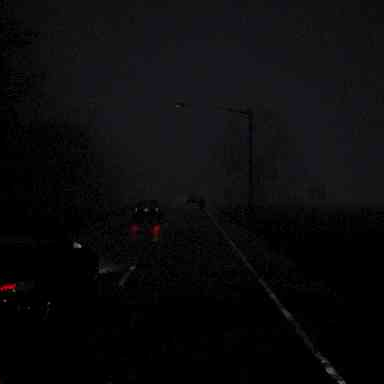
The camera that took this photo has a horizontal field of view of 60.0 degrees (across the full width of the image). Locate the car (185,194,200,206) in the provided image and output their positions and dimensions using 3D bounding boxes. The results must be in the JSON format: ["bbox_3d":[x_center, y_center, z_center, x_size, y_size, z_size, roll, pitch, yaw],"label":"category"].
[{"bbox_3d":[0.105,1.263,55.174,2.150,2.045,5.566,0,0,0],"label":"car"}]

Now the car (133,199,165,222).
[{"bbox_3d":[-3.389,1.371,26.823,2.097,1.767,4.553,0,0,0],"label":"car"}]

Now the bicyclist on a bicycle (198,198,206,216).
[{"bbox_3d":[0.980,1.393,30.867,0.659,1.776,1.843,0,0,0],"label":"bicyclist on a bicycle"}]

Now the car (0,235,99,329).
[{"bbox_3d":[-3.396,1.569,6.940,1.994,1.385,4.181,0,0,0],"label":"car"}]

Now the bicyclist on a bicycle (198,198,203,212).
[{"bbox_3d":[0.983,1.482,39.660,0.582,1.620,1.656,0,0,0],"label":"bicyclist on a bicycle"}]

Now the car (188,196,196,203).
[{"bbox_3d":[0.032,1.582,74.404,1.812,1.442,4.674,0,0,0],"label":"car"}]
